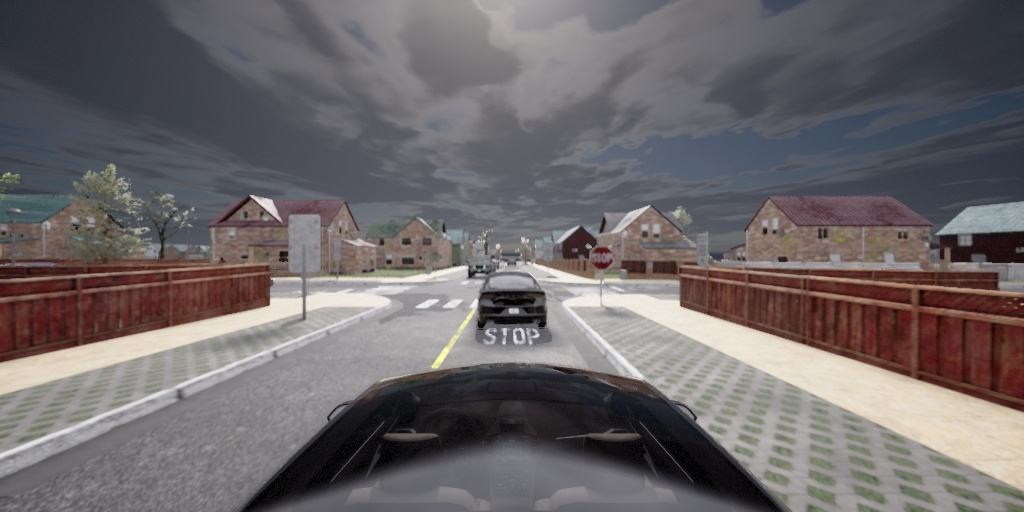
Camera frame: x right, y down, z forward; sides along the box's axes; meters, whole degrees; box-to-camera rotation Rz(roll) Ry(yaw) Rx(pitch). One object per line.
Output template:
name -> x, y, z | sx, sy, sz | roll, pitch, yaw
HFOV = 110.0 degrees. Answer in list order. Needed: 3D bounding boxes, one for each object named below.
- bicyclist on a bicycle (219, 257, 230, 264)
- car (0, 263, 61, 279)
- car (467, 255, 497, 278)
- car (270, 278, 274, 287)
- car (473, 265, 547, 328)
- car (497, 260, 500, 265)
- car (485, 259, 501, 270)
bicyclist on a bicycle -> -20.160, 0.900, 25.064 | 0.582, 1.620, 1.656 | 0, 1, 0
car -> -25.300, 1.102, 19.192 | 4.902, 1.511, 2.128 | 0, 0, 0
car -> -2.861, 0.943, 33.895 | 2.150, 2.045, 5.566 | 0, 0, 0
car -> -15.251, 1.221, 19.219 | 4.181, 1.385, 1.994 | 0, 0, 0
car -> -0.104, 1.206, 11.337 | 1.882, 1.535, 5.008 | 0, 0, -3
car -> -2.852, 1.243, 43.968 | 1.837, 1.490, 4.892 | 0, 0, 0
car -> -2.853, 1.257, 54.367 | 2.128, 1.511, 4.902 | 0, 0, 0
